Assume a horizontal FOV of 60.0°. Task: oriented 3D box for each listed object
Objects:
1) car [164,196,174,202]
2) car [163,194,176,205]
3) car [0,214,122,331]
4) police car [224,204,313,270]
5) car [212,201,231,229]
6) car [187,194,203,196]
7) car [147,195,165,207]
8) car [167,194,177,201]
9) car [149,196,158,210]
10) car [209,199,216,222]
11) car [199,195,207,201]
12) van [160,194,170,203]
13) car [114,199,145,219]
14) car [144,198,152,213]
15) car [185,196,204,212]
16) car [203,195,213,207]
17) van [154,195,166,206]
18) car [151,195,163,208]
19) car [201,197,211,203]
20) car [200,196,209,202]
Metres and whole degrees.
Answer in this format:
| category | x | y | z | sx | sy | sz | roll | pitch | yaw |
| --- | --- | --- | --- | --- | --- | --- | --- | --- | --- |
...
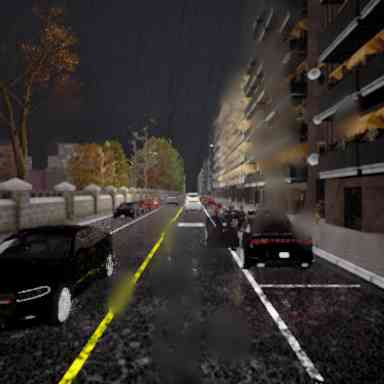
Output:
| category | x | y | z | sx | sy | sz | roll | pitch | yaw |
| --- | --- | --- | --- | --- | --- | --- | --- | --- | --- |
| car | -5.471 | 1.640 | 79.854 | 1.947 | 1.339 | 4.313 | 0 | 0 | 0 |
| car | -2.868 | 1.279 | 48.765 | 2.033 | 1.411 | 5.357 | 0 | 0 | 0 |
| car | -3.081 | 1.479 | 7.251 | 1.882 | 1.535 | 5.008 | 0 | 0 | 0 |
| police car | 2.395 | 1.427 | 11.198 | 1.930 | 1.638 | 5.238 | 0 | 0 | 0 |
| car | 2.754 | 1.555 | 23.530 | 2.008 | 1.369 | 4.403 | 0 | 0 | 0 |
| car | 0.142 | 1.247 | 51.203 | 2.150 | 2.045 | 5.566 | 0 | 0 | 0 |
| car | -5.549 | 1.342 | 51.702 | 2.192 | 1.841 | 5.009 | 0 | 0 | 0 |
| car | -5.440 | 1.412 | 91.115 | 2.192 | 1.841 | 5.009 | 0 | 0 | 0 |
| car | -5.580 | 1.554 | 40.443 | 1.887 | 1.381 | 4.507 | 0 | 0 | 0 |
| car | 2.770 | 1.550 | 29.160 | 1.887 | 1.381 | 4.507 | 0 | 0 | 0 |
| car | 2.940 | 1.537 | 91.091 | 1.967 | 1.590 | 4.097 | 0 | 0 | 0 |
| van | -5.503 | 1.395 | 68.594 | 1.690 | 1.788 | 3.998 | 0 | 0 | 0 |
| car | -5.610 | 1.571 | 29.184 | 1.947 | 1.339 | 4.313 | 0 | 0 | 0 |
| car | -5.595 | 1.588 | 34.815 | 1.802 | 1.307 | 4.206 | 0 | 0 | 0 |
| car | 0.171 | 1.534 | 38.648 | 1.812 | 1.442 | 4.674 | 0 | 0 | 1 |
| car | 2.831 | 1.608 | 51.678 | 1.802 | 1.307 | 4.206 | 0 | 0 | 0 |
| van | -5.533 | 1.377 | 57.333 | 1.690 | 1.788 | 3.998 | 0 | 0 | 0 |
| car | -5.564 | 1.458 | 46.071 | 1.967 | 1.590 | 4.097 | 0 | 0 | 0 |
| car | 2.878 | 1.636 | 68.571 | 1.802 | 1.307 | 4.206 | 0 | 0 | 0 |
| car | 2.909 | 1.640 | 79.831 | 1.947 | 1.339 | 4.313 | 0 | 0 | 0 |
